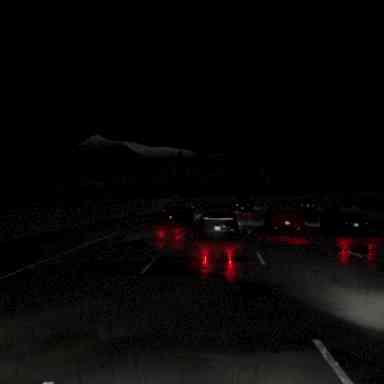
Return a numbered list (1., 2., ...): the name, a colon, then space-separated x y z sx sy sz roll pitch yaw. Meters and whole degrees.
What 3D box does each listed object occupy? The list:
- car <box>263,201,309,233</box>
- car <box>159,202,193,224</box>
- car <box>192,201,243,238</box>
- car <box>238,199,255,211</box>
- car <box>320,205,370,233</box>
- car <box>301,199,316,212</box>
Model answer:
1. car: 5.313 1.448 19.649 1.882 1.535 5.008 0 0 9
2. car: -0.990 1.444 24.178 2.128 1.511 4.902 0 0 10
3. car: 1.496 1.460 17.750 2.128 1.511 4.902 0 0 7
4. car: 6.389 1.534 39.768 1.895 1.301 4.718 0 0 17
5. car: 8.810 1.502 19.382 1.812 1.442 4.674 0 0 9
6. car: 13.039 1.496 37.664 2.033 1.411 5.357 0 0 17
